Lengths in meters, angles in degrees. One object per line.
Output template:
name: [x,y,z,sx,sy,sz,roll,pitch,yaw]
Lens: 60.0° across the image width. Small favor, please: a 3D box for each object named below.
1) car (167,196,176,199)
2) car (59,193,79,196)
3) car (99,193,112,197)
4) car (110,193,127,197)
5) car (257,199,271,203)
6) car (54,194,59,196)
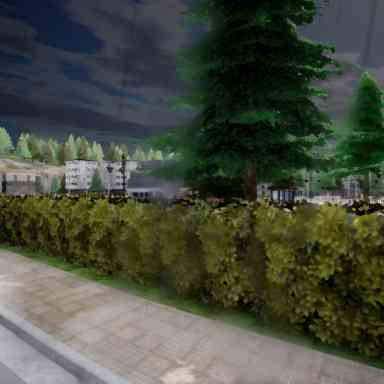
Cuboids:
car: [-3.306,1.374,56.091,1.845,1.501,3.633,0,0,43]
car: [-28.369,1.153,79.486,2.152,1.636,5.027,0,0,43]
car: [-16.694,1.097,68.980,1.932,1.855,4.605,0,0,43]
car: [-10.575,1.384,52.759,1.970,1.475,3.806,0,0,43]
car: [9.635,1.352,44.226,2.097,1.767,4.553,0,0,43]
car: [-33.247,1.232,83.668,1.970,1.475,3.806,0,0,43]
